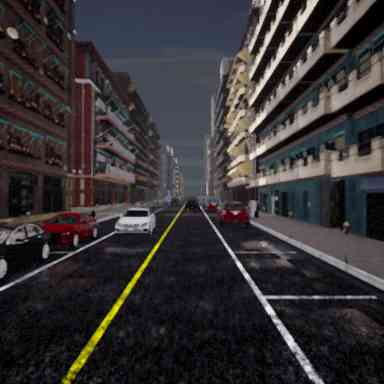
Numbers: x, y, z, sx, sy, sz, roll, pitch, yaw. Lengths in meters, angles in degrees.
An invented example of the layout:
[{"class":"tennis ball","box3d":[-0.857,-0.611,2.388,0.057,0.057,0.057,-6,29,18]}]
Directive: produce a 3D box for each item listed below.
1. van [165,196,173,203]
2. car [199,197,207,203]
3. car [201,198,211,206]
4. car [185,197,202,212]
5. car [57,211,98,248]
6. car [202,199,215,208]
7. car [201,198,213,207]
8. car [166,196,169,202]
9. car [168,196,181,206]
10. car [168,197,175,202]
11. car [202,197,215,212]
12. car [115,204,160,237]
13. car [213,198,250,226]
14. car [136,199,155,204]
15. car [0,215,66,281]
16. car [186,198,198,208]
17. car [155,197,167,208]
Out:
[{"class":"van","box3d":[-5.680,1.826,81.677,1.690,1.788,3.998,1,0,0]},{"class":"car","box3d":[2.699,2.010,81.834,1.752,1.417,4.829,0,0,0]},{"class":"car","box3d":[2.698,1.947,65.094,1.947,1.339,4.313,0,0,0]},{"class":"car","box3d":[0.048,1.731,43.845,1.882,1.535,5.008,0,0,0]},{"class":"car","box3d":[-5.683,1.634,15.397,1.887,1.381,4.507,1,0,0]},{"class":"car","box3d":[2.699,1.859,54.047,1.887,1.381,4.507,0,0,0]},{"class":"car","box3d":[2.698,1.892,59.571,1.887,1.381,4.507,0,0,0]},{"class":"car","box3d":[-5.682,1.899,59.584,2.008,1.369,4.403,1,0,0]},{"class":"car","box3d":[-3.029,1.859,60.752,1.837,1.490,4.892,0,0,1]},{"class":"car","box3d":[-5.682,2.078,92.554,1.752,1.417,4.829,0,0,0]},{"class":"car","box3d":[2.700,1.688,43.001,1.967,1.590,4.097,0,0,0]},{"class":"car","box3d":[-3.095,1.635,19.128,1.812,1.442,4.674,0,0,0]},{"class":"car","box3d":[3.001,1.494,25.032,2.097,1.767,4.553,0,0,0]},{"class":"car","box3d":[-5.682,1.767,37.490,2.008,1.369,4.403,1,0,0]},{"class":"car","box3d":[-5.683,1.608,9.874,2.008,1.369,4.403,1,0,0]},{"class":"car","box3d":[0.000,1.822,54.464,1.837,1.490,4.892,0,0,0]},{"class":"car","box3d":[-5.682,1.866,54.061,2.008,1.369,4.403,1,0,0]}]
